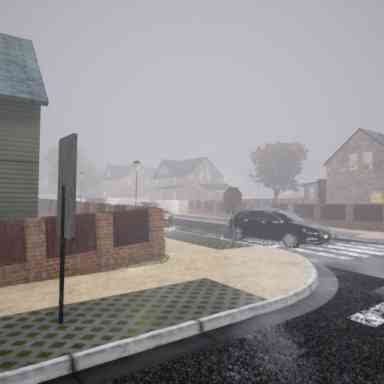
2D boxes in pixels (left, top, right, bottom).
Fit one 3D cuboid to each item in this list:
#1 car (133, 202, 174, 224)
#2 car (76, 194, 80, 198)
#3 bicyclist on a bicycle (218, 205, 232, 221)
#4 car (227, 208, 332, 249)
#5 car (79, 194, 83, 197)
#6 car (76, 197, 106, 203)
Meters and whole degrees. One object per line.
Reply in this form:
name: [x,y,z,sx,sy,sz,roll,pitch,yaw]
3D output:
car: [-3.100,1.513,24.463,2.128,1.511,4.902,2,-1,-34]
car: [-18.820,1.366,53.153,2.150,2.045,5.566,2,-1,-34]
bicyclist on a bicycle: [2.685,1.469,26.350,1.656,1.620,0.582,1,-1,-34]
car: [3.665,1.506,14.735,1.837,1.490,4.892,2,-2,-38]
car: [-13.073,1.488,44.624,2.097,1.767,4.553,2,-1,-33]
car: [-10.377,1.597,35.375,2.033,1.411,5.357,2,-1,-34]
